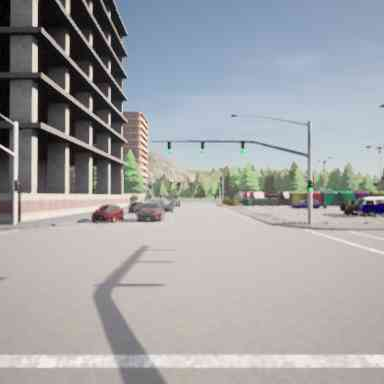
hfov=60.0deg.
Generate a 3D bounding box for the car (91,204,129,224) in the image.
[{"bbox_3d":[-7.232,1.841,28.982,1.882,1.535,5.008,0,-1,1],"label":"car"}]

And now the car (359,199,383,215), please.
[{"bbox_3d":[25.334,2.006,44.847,3.806,1.475,1.970,0,-1,1],"label":"car"}]

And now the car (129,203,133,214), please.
[{"bbox_3d":[-6.977,2.040,42.824,1.837,1.490,4.892,0,0,0],"label":"car"}]

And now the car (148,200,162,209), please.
[{"bbox_3d":[-6.866,2.331,62.707,2.033,1.411,5.357,0,-1,1],"label":"car"}]

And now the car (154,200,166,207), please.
[{"bbox_3d":[-6.759,2.426,70.958,2.033,1.411,5.357,0,-1,0],"label":"car"}]

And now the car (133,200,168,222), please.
[{"bbox_3d":[-3.645,1.727,29.902,2.097,1.767,4.553,0,-1,0],"label":"car"}]

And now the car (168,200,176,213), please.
[{"bbox_3d":[-3.558,2.124,44.803,1.994,1.385,4.181,0,-1,1],"label":"car"}]

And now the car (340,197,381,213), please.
[{"bbox_3d":[25.366,1.834,50.428,4.605,1.855,1.932,0,-1,1],"label":"car"}]

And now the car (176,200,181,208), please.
[{"bbox_3d":[-3.295,2.326,66.702,2.128,1.511,4.902,0,-1,1],"label":"car"}]

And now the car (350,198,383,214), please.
[{"bbox_3d":[25.377,2.011,47.741,3.905,1.438,1.784,0,-1,1],"label":"car"}]
